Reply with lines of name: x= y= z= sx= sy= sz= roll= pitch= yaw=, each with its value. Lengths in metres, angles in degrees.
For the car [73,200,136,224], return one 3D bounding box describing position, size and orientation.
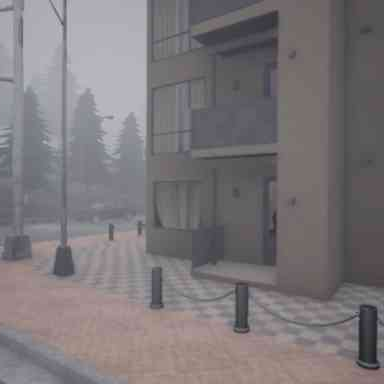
car: x=-6.355 y=1.393 z=24.488 sx=1.882 sy=1.535 sz=5.008 roll=0 pitch=0 yaw=35
